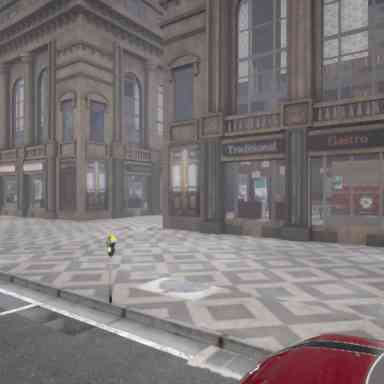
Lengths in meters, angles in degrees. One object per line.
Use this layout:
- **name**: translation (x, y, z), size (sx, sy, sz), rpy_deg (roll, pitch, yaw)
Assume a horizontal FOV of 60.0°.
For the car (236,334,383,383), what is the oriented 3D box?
- **car**: translation (1.966, 1.440, 1.554), size (4.097, 1.590, 1.967), rpy_deg (0, 0, 36)
